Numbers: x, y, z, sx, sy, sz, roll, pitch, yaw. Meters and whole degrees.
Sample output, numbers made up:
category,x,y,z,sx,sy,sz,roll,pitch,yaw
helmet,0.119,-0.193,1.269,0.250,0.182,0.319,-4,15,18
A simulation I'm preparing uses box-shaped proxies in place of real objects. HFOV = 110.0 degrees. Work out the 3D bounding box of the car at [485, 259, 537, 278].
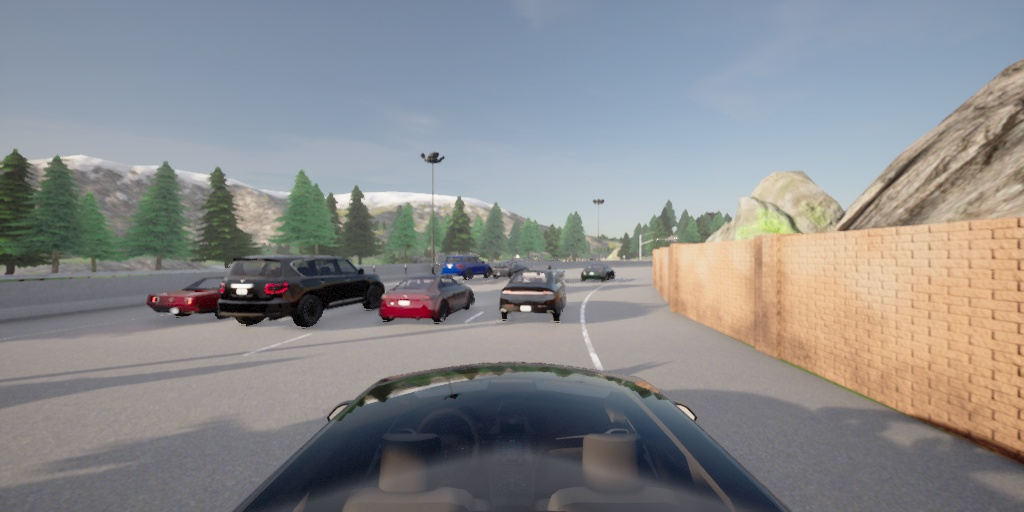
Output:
category,x,y,z,sx,sy,sz,roll,pitch,yaw
car,0.034,1.262,31.040,2.128,1.511,4.902,0,0,27

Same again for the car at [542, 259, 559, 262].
category,x,y,z,sx,sy,sz,roll,pitch,yaw
car,6.480,1.298,61.533,4.892,1.490,1.837,1,-1,-40

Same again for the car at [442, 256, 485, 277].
category,x,y,z,sx,sy,sz,roll,pitch,yaw
car,-3.834,0.991,31.213,2.150,2.045,5.566,0,0,25

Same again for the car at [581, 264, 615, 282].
category,x,y,z,sx,sy,sz,roll,pitch,yaw
car,7.141,1.333,29.515,1.994,1.385,4.181,0,0,28

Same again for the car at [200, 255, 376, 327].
category,x,y,z,sx,sy,sz,roll,pitch,yaw
car,-6.407,0.981,11.747,2.150,2.045,5.566,0,0,10

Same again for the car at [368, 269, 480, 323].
category,x,y,z,sx,sy,sz,roll,pitch,yaw
car,-2.730,1.322,12.282,1.994,1.385,4.181,0,0,11

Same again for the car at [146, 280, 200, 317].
category,x,y,z,sx,sy,sz,roll,pitch,yaw
car,-9.726,1.359,12.941,1.895,1.301,4.718,0,0,10

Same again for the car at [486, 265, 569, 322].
category,x,y,z,sx,sy,sz,roll,pitch,yaw
car,0.865,1.250,12.426,2.128,1.511,4.902,0,0,11
